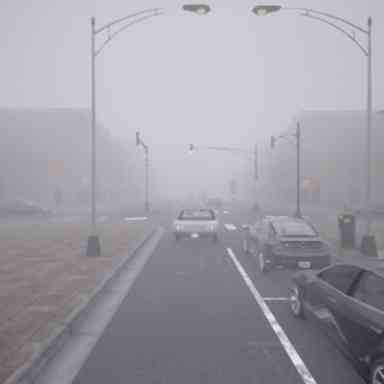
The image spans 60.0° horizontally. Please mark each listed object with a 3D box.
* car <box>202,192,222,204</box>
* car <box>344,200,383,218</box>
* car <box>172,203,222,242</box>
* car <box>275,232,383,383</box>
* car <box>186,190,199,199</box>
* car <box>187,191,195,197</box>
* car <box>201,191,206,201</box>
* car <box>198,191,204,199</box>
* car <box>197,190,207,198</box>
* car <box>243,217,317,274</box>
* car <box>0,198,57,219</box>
[{"bbox_3d":[2.532,1.086,38.948,1.887,1.381,4.507,0,1,0],"label":"car"},{"bbox_3d":[15.241,1.319,26.689,5.357,1.411,2.033,0,0,0],"label":"car"},{"bbox_3d":[0.306,1.409,15.349,1.895,1.301,4.718,0,1,5],"label":"car"},{"bbox_3d":[2.628,1.510,4.245,1.947,1.339,4.313,0,1,0],"label":"car"},{"bbox_3d":[-0.188,0.795,68.657,2.033,1.411,5.357,0,0,0],"label":"car"},{"bbox_3d":[-0.216,0.556,79.078,1.994,1.385,4.181,0,0,0],"label":"car"},{"bbox_3d":[2.516,1.005,44.797,1.752,1.417,4.829,0,1,0],"label":"car"},{"bbox_3d":[2.485,0.935,55.986,1.947,1.339,4.313,0,1,0],"label":"car"},{"bbox_3d":[2.422,0.489,78.702,2.192,1.841,5.009,0,0,0],"label":"car"},{"bbox_3d":[2.613,1.424,9.920,2.008,1.369,4.403,0,1,0],"label":"car"},{"bbox_3d":[-12.163,1.190,23.821,4.674,1.442,1.812,0,0,0],"label":"car"}]
